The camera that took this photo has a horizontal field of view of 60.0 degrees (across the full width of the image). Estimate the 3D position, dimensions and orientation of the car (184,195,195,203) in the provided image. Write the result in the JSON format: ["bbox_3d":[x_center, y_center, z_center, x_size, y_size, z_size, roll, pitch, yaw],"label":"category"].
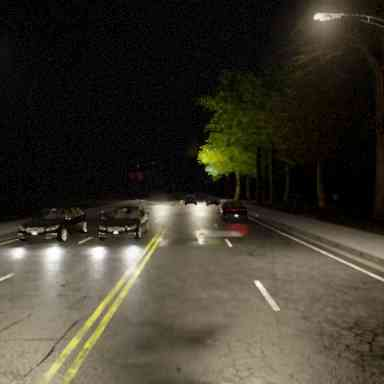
[{"bbox_3d":[-0.419,1.271,63.756,2.033,1.411,5.357,0,0,-1],"label":"car"}]

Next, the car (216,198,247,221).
[{"bbox_3d":[3.235,1.432,26.637,1.837,1.490,4.892,0,1,0],"label":"car"}]

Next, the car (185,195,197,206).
[{"bbox_3d":[-0.176,1.348,51.288,2.033,1.411,5.357,0,0,0],"label":"car"}]

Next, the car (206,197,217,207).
[{"bbox_3d":[3.011,1.417,48.375,1.895,1.301,4.718,0,0,0],"label":"car"}]

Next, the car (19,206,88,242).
[{"bbox_3d":[-6.535,1.482,16.218,1.837,1.490,4.892,0,0,0],"label":"car"}]

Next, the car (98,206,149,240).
[{"bbox_3d":[-3.283,1.503,16.721,1.837,1.490,4.892,0,0,0],"label":"car"}]
